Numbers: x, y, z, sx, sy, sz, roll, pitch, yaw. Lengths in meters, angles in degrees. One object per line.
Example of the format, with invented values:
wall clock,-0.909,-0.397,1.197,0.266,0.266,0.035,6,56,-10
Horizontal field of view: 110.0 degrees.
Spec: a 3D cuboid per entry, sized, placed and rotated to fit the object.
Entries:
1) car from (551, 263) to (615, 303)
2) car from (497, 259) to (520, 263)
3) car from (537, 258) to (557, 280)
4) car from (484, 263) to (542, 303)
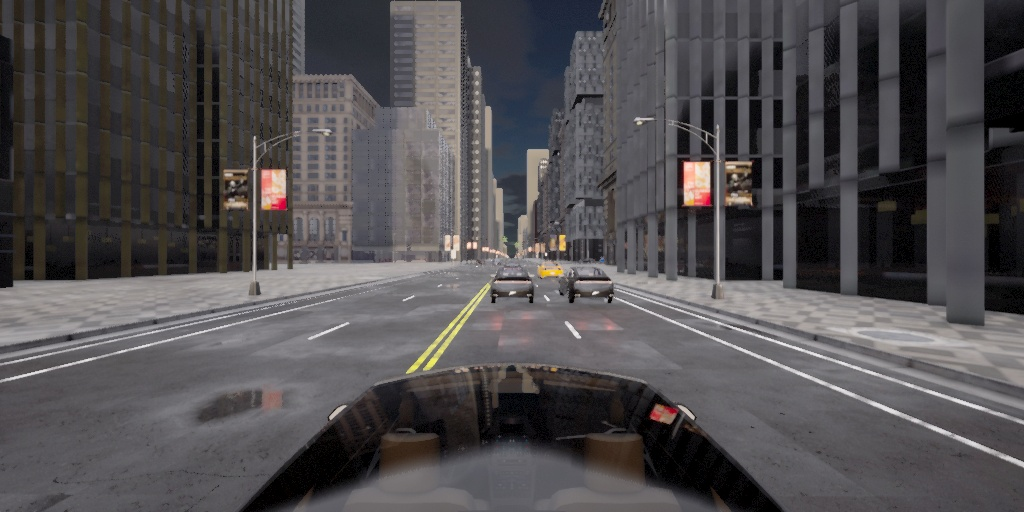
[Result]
car,3.272,1.244,16.455,2.128,1.511,4.902,0,0,0
car,0.045,1.244,31.461,2.128,1.511,4.902,0,0,0
car,3.295,1.234,31.455,1.882,1.535,5.008,0,0,0
car,0.022,1.244,16.461,2.128,1.511,4.902,0,0,0
